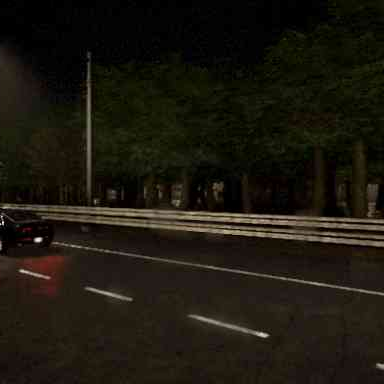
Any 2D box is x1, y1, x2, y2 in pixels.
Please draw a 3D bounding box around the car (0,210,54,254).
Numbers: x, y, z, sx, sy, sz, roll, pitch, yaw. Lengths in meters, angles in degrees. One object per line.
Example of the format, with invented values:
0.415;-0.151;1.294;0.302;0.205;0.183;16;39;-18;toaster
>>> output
-7.608;1.510;13.609;4.892;1.490;1.837;0;0;36;car
